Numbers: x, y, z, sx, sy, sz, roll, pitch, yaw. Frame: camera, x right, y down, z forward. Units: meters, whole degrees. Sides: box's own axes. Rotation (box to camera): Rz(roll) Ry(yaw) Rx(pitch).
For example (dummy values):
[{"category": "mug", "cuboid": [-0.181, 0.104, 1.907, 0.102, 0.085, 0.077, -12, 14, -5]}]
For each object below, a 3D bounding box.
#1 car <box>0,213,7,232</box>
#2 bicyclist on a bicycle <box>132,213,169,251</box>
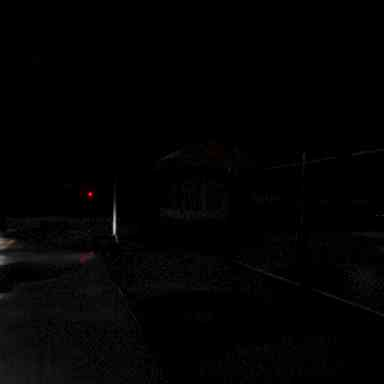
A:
[{"category": "car", "cuboid": [-13.145, 1.957, 21.303, 1.812, 1.442, 4.674, 1, -2, -20]}, {"category": "bicyclist on a bicycle", "cuboid": [-1.789, 1.756, 14.571, 1.656, 1.620, 0.582, 1, -2, -20]}]
